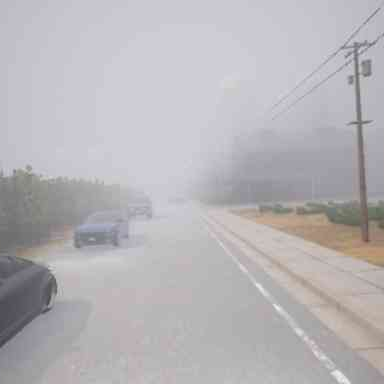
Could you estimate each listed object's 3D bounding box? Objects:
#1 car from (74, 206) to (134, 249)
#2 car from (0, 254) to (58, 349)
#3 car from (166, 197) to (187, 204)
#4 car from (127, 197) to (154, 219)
[{"bbox_3d":[-4.250,1.706,16.227,1.882,1.535,5.008,-3,0,-3],"label":"car"},{"bbox_3d":[-3.736,1.756,5.245,1.994,1.385,4.181,-3,0,-2],"label":"car"},{"bbox_3d":[-3.381,1.670,70.770,4.718,1.301,1.895,-3,0,41],"label":"car"},{"bbox_3d":[-4.982,1.501,32.543,2.150,2.045,5.566,-3,0,-3],"label":"car"}]
